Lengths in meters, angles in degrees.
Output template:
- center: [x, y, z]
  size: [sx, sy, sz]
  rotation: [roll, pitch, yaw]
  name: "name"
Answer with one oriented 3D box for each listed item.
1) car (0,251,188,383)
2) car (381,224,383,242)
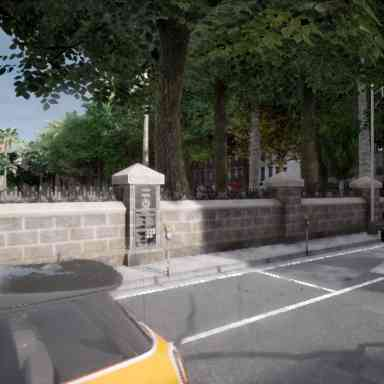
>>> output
- center: [-2.210, 1.352, 1.802]
  size: [4.553, 1.767, 2.097]
  rotation: [0, 0, -36]
  name: "car"
- center: [9.670, 1.310, 13.439]
  size: [5.009, 1.841, 2.192]
  rotation: [0, 0, -36]
  name: "car"
